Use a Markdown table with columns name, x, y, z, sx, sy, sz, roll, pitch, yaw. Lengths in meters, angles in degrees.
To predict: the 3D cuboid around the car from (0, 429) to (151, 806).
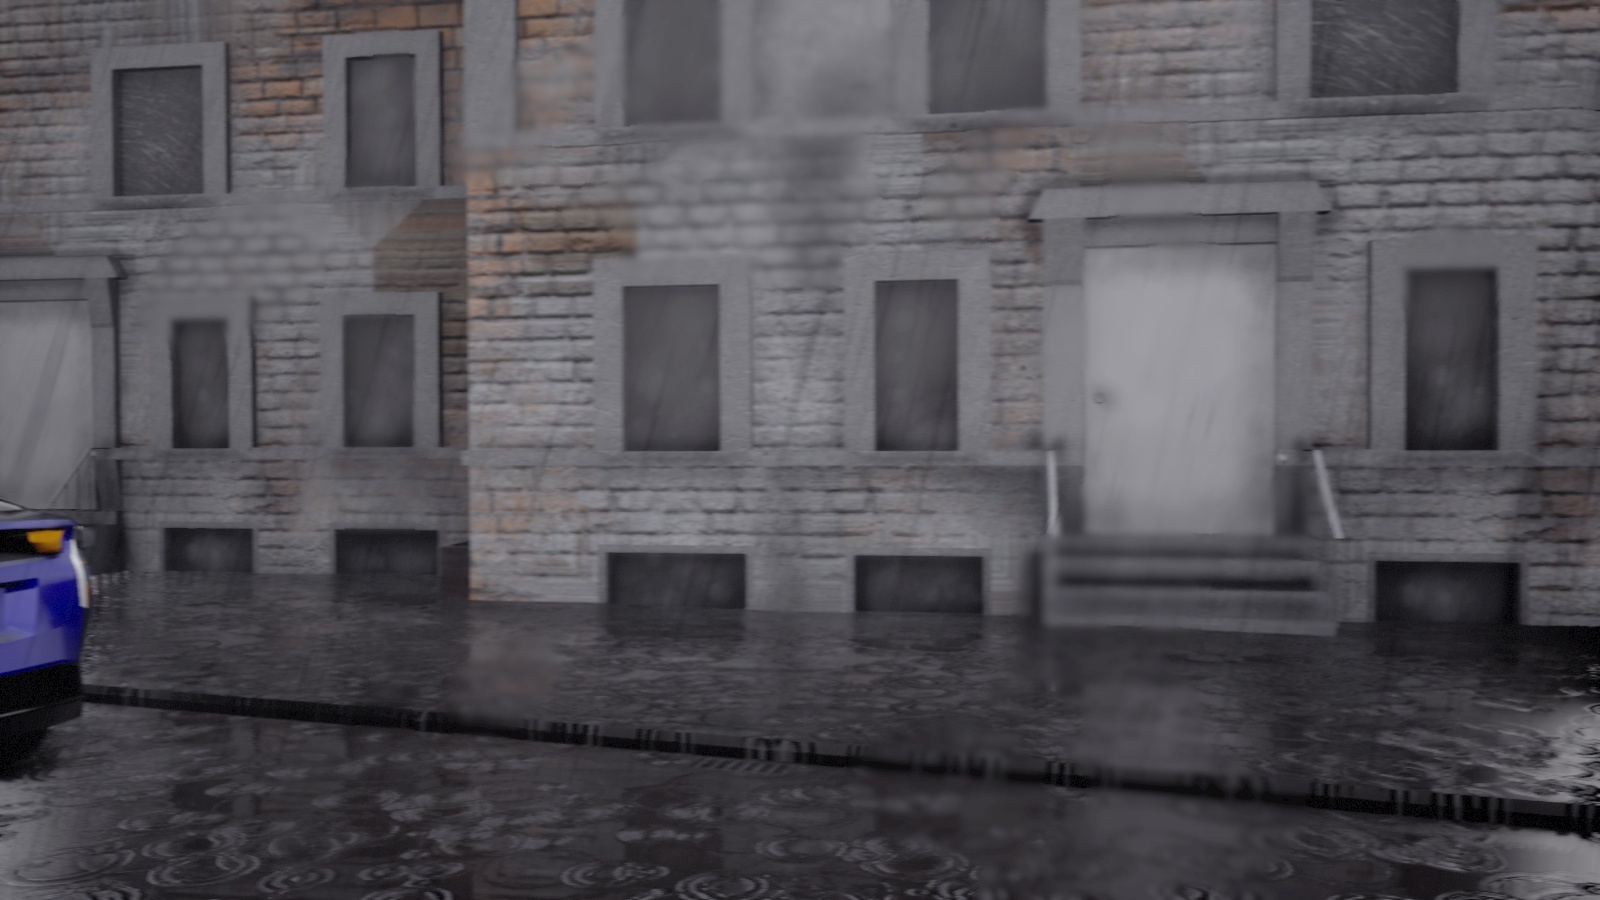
| name | x | y | z | sx | sy | sz | roll | pitch | yaw |
| --- | --- | --- | --- | --- | --- | --- | --- | --- | --- |
| car | -5.453 | 0.664 | 5.554 | 4.514 | 1.525 | 2.007 | 1 | 1 | 19 |
